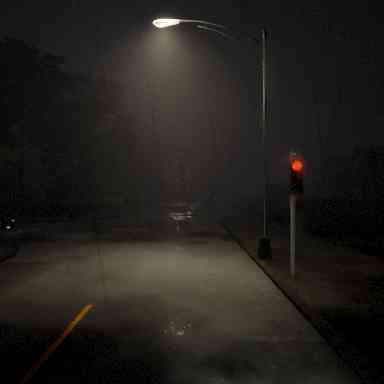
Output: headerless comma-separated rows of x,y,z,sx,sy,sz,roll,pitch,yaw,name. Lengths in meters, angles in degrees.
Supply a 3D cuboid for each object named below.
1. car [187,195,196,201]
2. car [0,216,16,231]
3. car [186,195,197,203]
-0.083,1.427,77.493,1.895,1.301,4.718,0,0,0,car
-12.699,1.547,18.227,5.357,1.411,2.033,0,0,-1,car
-0.072,1.525,67.460,1.812,1.442,4.674,0,0,0,car
